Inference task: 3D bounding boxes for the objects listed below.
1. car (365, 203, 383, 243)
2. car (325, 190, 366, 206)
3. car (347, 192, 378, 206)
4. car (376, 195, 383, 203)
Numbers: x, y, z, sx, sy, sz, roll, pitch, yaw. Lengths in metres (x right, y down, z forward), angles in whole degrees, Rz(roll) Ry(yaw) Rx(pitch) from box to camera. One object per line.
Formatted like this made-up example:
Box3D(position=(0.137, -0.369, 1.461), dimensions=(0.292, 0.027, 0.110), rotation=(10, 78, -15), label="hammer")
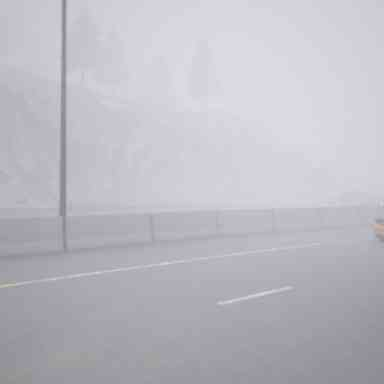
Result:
Box3D(position=(9.659, 1.367, 13.741), dimensions=(5.008, 1.535, 1.882), rotation=(0, 1, -29), label="car")
Box3D(position=(19.431, 0.806, 41.649), dimensions=(5.566, 2.045, 2.150), rotation=(1, 1, -21), label="car")
Box3D(position=(21.003, 1.134, 38.512), dimensions=(4.902, 1.511, 2.128), rotation=(0, 1, -21), label="car")
Box3D(position=(22.309, 1.301, 35.269), dimensions=(4.718, 1.301, 1.895), rotation=(0, 1, -21), label="car")
